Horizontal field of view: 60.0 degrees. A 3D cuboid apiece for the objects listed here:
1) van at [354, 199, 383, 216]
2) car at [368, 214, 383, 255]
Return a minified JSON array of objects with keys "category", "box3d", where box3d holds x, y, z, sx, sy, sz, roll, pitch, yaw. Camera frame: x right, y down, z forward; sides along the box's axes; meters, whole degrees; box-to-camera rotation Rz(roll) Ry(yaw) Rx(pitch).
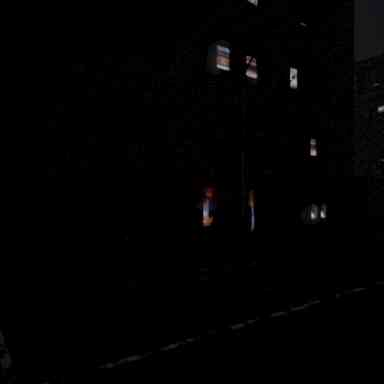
[{"category":"van","box3d":[17.222,1.603,33.644,1.690,1.788,3.998,0,0,-36]},{"category":"car","box3d":[8.688,1.662,12.750,4.829,1.417,1.752,1,-1,-35]}]
